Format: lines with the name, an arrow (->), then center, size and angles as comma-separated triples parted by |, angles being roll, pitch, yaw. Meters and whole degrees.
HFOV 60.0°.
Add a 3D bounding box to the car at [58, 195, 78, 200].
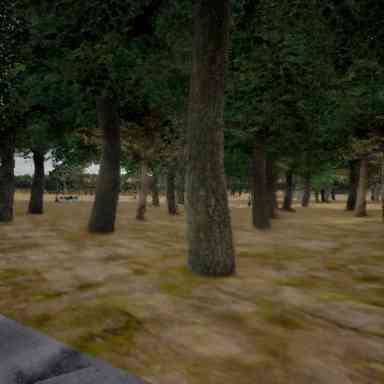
car -> -31.744, 1.447, 84.858 | 1.895, 1.301, 4.718 | 2, -1, 37
